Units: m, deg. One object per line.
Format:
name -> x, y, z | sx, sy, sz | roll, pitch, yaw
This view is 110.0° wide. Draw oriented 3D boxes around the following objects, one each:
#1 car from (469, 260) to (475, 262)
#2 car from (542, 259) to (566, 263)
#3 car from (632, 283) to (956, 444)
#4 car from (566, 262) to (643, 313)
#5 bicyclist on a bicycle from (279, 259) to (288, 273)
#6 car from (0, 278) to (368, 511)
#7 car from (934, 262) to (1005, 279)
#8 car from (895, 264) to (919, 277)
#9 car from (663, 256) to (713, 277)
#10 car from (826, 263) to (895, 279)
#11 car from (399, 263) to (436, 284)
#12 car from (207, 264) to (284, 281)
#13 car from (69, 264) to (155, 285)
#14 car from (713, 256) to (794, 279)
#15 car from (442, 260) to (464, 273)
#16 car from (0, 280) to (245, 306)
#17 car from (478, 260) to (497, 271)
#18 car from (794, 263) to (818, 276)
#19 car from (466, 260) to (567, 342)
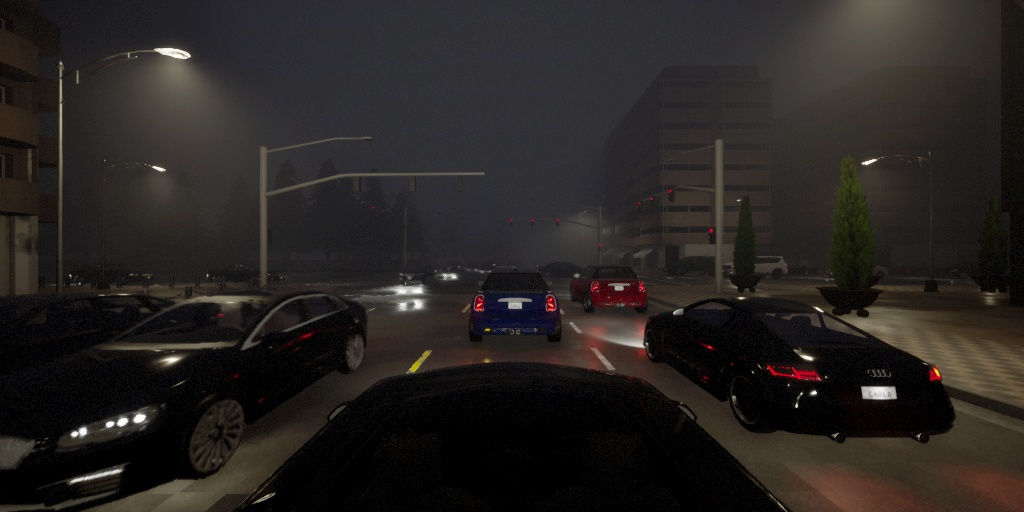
car -> -6.101, 1.313, 58.841 | 1.994, 1.385, 4.181 | 0, 0, 8
car -> 4.704, 1.240, 31.194 | 5.008, 1.535, 1.882 | 0, 1, 27
car -> 3.608, 1.314, 5.531 | 1.994, 1.385, 4.181 | 0, 0, 0
car -> 3.609, 1.102, 14.172 | 2.097, 1.767, 4.553 | 0, 0, 0
bicyclist on a bicycle -> -25.600, 1.106, 40.164 | 0.582, 1.620, 1.656 | 0, 0, 0
car -> -3.594, 1.241, 4.782 | 2.128, 1.511, 4.902 | 0, 0, 0
car -> 42.139, 1.283, 33.101 | 5.008, 1.535, 1.882 | 0, 0, 0
car -> 38.238, 1.406, 36.598 | 4.718, 1.301, 1.895 | 0, 0, 0
car -> 18.432, 1.027, 36.537 | 5.566, 2.045, 2.150 | 0, 0, 0
car -> 31.815, 1.331, 33.081 | 4.674, 1.442, 1.812 | 0, 0, 0
car -> -7.046, 1.257, 27.146 | 2.128, 1.511, 4.902 | 0, 0, 0
car -> -18.988, 1.297, 25.704 | 4.902, 1.511, 2.128 | 0, 0, 0
car -> -28.522, 1.297, 25.671 | 4.902, 1.511, 2.128 | 0, 0, 0
car -> 22.178, 1.027, 33.051 | 5.566, 2.045, 2.150 | 0, 0, 0
car -> -7.116, 1.241, 43.976 | 2.128, 1.511, 4.902 | 0, 0, 5
car -> -7.094, 1.297, 5.412 | 2.033, 1.411, 5.357 | 0, 0, 0
car -> -3.379, 1.297, 50.186 | 2.033, 1.411, 5.357 | 0, 0, 2
car -> 28.192, 1.406, 36.571 | 4.718, 1.301, 1.895 | 0, 0, 0
car -> 0.085, 1.102, 9.945 | 2.097, 1.767, 4.553 | 0, 0, 0
